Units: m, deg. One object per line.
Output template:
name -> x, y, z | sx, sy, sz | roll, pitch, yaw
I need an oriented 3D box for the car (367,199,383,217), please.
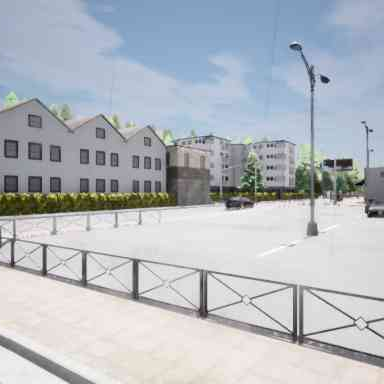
car -> 15.416, 1.298, 26.814 | 2.007, 1.523, 4.514 | 0, 0, 35

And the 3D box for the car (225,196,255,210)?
car -> 5.803, 1.286, 39.756 | 1.882, 1.535, 5.008 | 0, 0, 35
